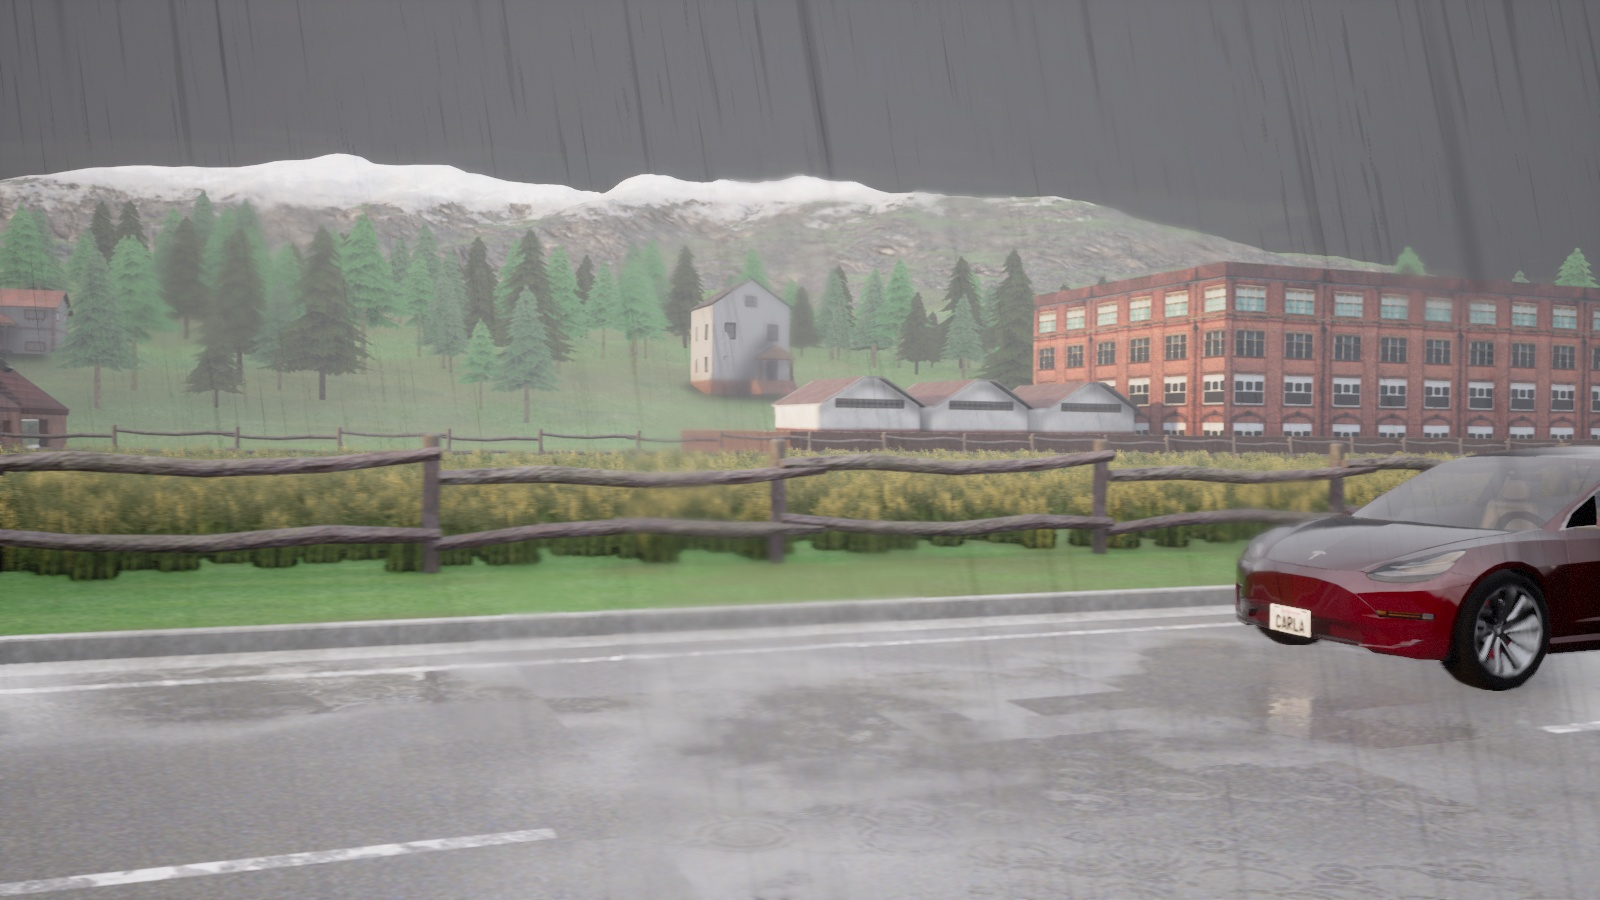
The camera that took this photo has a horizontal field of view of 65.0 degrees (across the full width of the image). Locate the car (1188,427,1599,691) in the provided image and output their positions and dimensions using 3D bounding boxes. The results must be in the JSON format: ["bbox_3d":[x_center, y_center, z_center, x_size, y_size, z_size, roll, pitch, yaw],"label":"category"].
[{"bbox_3d":[5.481,0.591,9.064,4.792,1.488,2.163,-1,1,-21],"label":"car"}]
